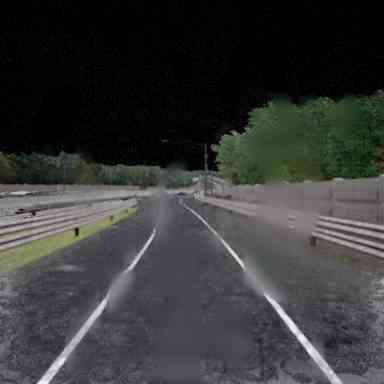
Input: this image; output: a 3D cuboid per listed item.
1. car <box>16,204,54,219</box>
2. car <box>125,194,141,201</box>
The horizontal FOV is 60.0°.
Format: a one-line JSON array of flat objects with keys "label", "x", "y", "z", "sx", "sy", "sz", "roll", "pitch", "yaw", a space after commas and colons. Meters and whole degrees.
[{"label": "car", "x": -17.424, "y": 2.054, "z": 37.163, "sx": 1.837, "sy": 1.490, "sz": 4.892, "roll": 1, "pitch": 2, "yaw": 11}, {"label": "car", "x": -11.826, "y": 1.151, "z": 66.726, "sx": 1.837, "sy": 1.490, "sz": 4.892, "roll": 1, "pitch": 1, "yaw": 11}]
